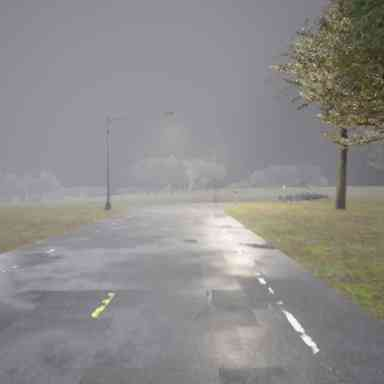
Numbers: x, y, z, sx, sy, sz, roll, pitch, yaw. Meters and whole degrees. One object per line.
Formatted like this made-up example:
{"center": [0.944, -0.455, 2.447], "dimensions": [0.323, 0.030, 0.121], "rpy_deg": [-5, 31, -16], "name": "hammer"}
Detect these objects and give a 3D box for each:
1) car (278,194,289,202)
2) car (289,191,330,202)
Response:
{"center": [16.600, 0.892, 54.521], "dimensions": [4.902, 1.511, 2.128], "rpy_deg": [-2, -2, -1], "name": "car"}
{"center": [17.070, 0.616, 47.535], "dimensions": [4.902, 1.511, 2.128], "rpy_deg": [-1, -2, -1], "name": "car"}
